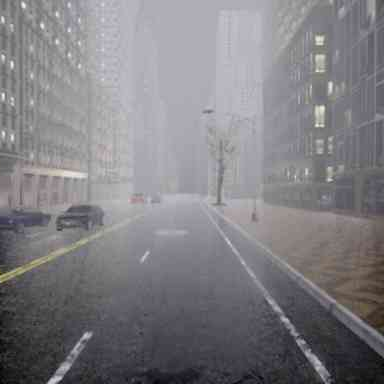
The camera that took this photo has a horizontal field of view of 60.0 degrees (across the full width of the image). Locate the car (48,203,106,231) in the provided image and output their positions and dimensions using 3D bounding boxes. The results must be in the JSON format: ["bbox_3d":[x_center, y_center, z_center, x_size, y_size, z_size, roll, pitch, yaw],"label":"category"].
[{"bbox_3d":[-6.601,1.469,20.169,1.837,1.490,4.892,0,0,0],"label":"car"}]

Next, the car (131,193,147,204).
[{"bbox_3d":[-9.778,1.157,61.713,2.150,2.045,5.566,0,0,1],"label":"car"}]

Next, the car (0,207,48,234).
[{"bbox_3d":[-9.852,1.566,18.917,1.895,1.301,4.718,0,0,0],"label":"car"}]

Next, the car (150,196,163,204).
[{"bbox_3d":[-6.532,1.413,61.747,1.882,1.535,5.008,0,0,1],"label":"car"}]
